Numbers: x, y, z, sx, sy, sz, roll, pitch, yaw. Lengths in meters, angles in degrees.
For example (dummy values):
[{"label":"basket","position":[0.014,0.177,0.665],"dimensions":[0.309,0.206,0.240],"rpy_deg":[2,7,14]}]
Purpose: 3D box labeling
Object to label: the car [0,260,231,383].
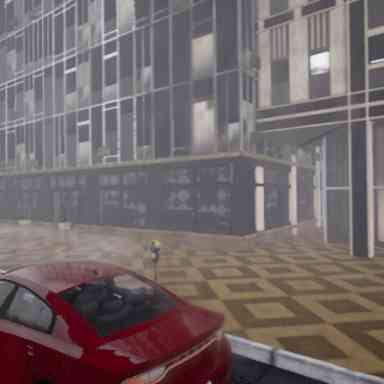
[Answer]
[{"label":"car","position":[-1.709,1.539,4.108],"dimensions":[4.507,1.381,1.887],"rpy_deg":[0,-1,36]}]
